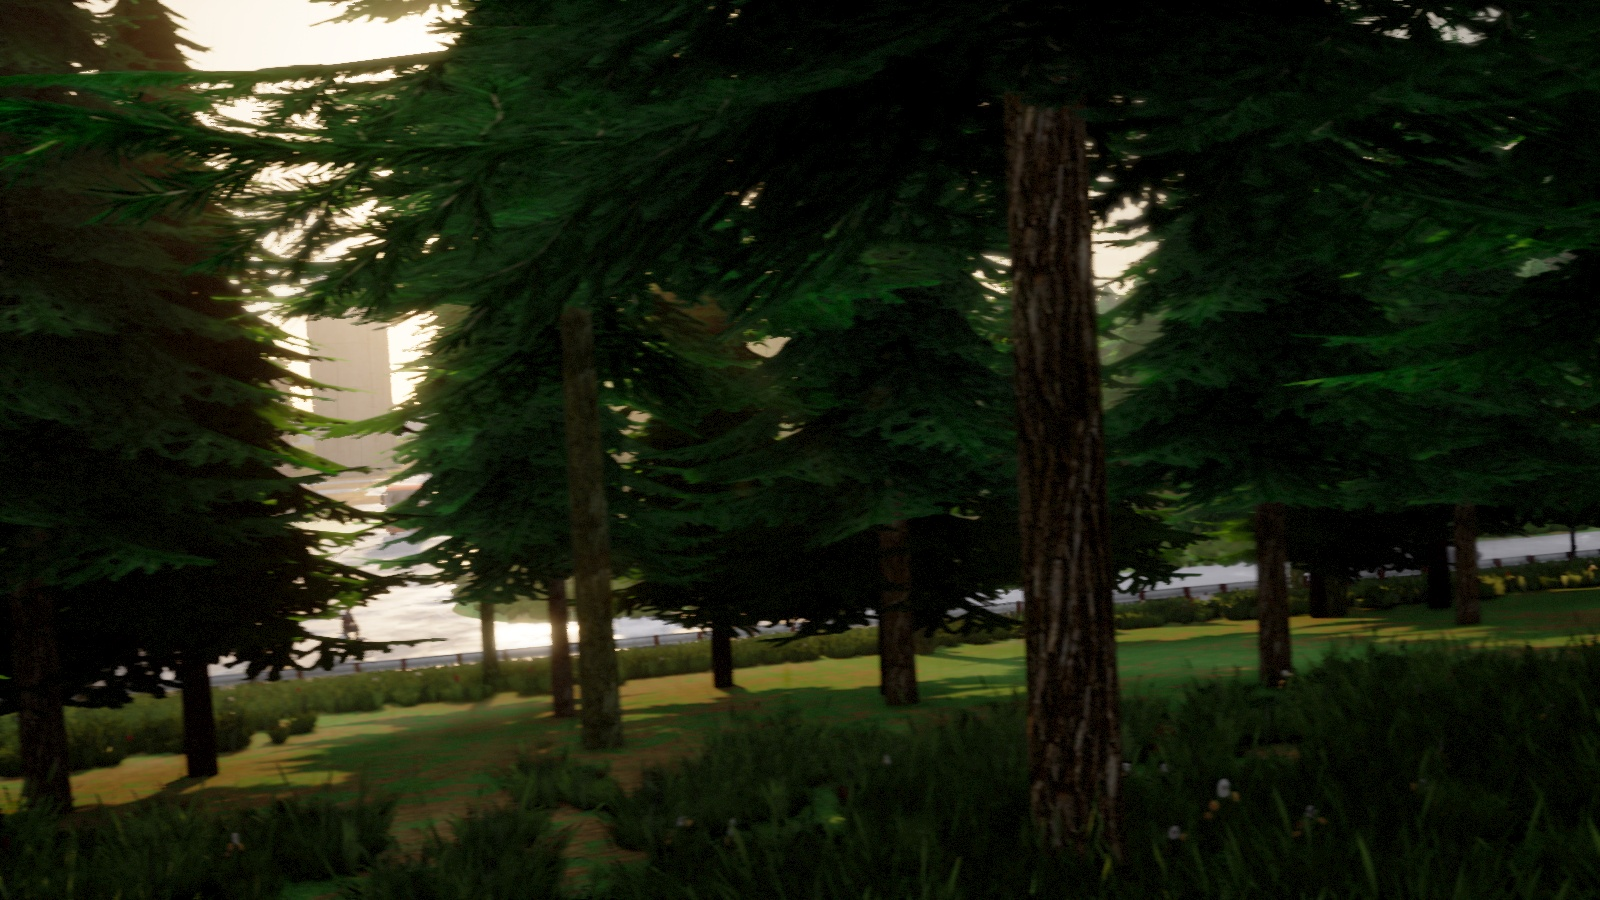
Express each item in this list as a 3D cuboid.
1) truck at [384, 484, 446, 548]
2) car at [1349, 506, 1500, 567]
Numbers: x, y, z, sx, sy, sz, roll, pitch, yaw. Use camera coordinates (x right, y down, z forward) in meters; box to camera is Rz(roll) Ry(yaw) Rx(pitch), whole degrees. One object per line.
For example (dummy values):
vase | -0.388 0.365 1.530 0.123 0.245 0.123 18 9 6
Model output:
truck | -26.427 4.453 86.511 2.891 3.462 7.936 -5 3 -10
car | 23.661 3.235 47.641 4.611 1.667 2.242 -5 3 -10
